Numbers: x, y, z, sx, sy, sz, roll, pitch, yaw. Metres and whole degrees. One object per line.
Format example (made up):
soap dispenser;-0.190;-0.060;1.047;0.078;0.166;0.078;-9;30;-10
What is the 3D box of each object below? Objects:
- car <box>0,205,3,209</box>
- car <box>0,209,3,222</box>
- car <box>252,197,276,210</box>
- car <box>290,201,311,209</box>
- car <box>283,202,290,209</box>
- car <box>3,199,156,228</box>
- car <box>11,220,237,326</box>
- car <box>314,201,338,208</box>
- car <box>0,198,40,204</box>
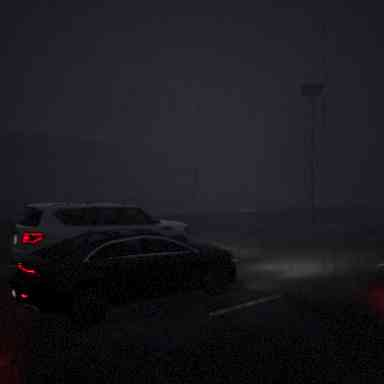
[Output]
car;-11.154;1.772;21.981;4.181;1.385;1.994;1;-1;-37
car;-9.459;1.779;18.831;4.718;1.301;1.895;1;-1;-37
car;12.098;1.872;55.415;2.150;2.045;5.566;0;-1;37
car;17.315;2.109;50.773;2.128;1.511;4.902;0;-1;37
car;17.065;2.279;56.393;1.895;1.301;4.718;0;-1;35
car;-2.530;1.331;10.450;5.566;2.045;2.150;0;0;-37
car;-1.156;1.570;7.261;4.902;1.511;2.128;1;-1;-36
car;19.499;2.070;47.848;1.882;1.535;5.008;0;-1;37
car;-15.311;1.480;27.584;5.566;2.045;2.150;1;-1;-37
